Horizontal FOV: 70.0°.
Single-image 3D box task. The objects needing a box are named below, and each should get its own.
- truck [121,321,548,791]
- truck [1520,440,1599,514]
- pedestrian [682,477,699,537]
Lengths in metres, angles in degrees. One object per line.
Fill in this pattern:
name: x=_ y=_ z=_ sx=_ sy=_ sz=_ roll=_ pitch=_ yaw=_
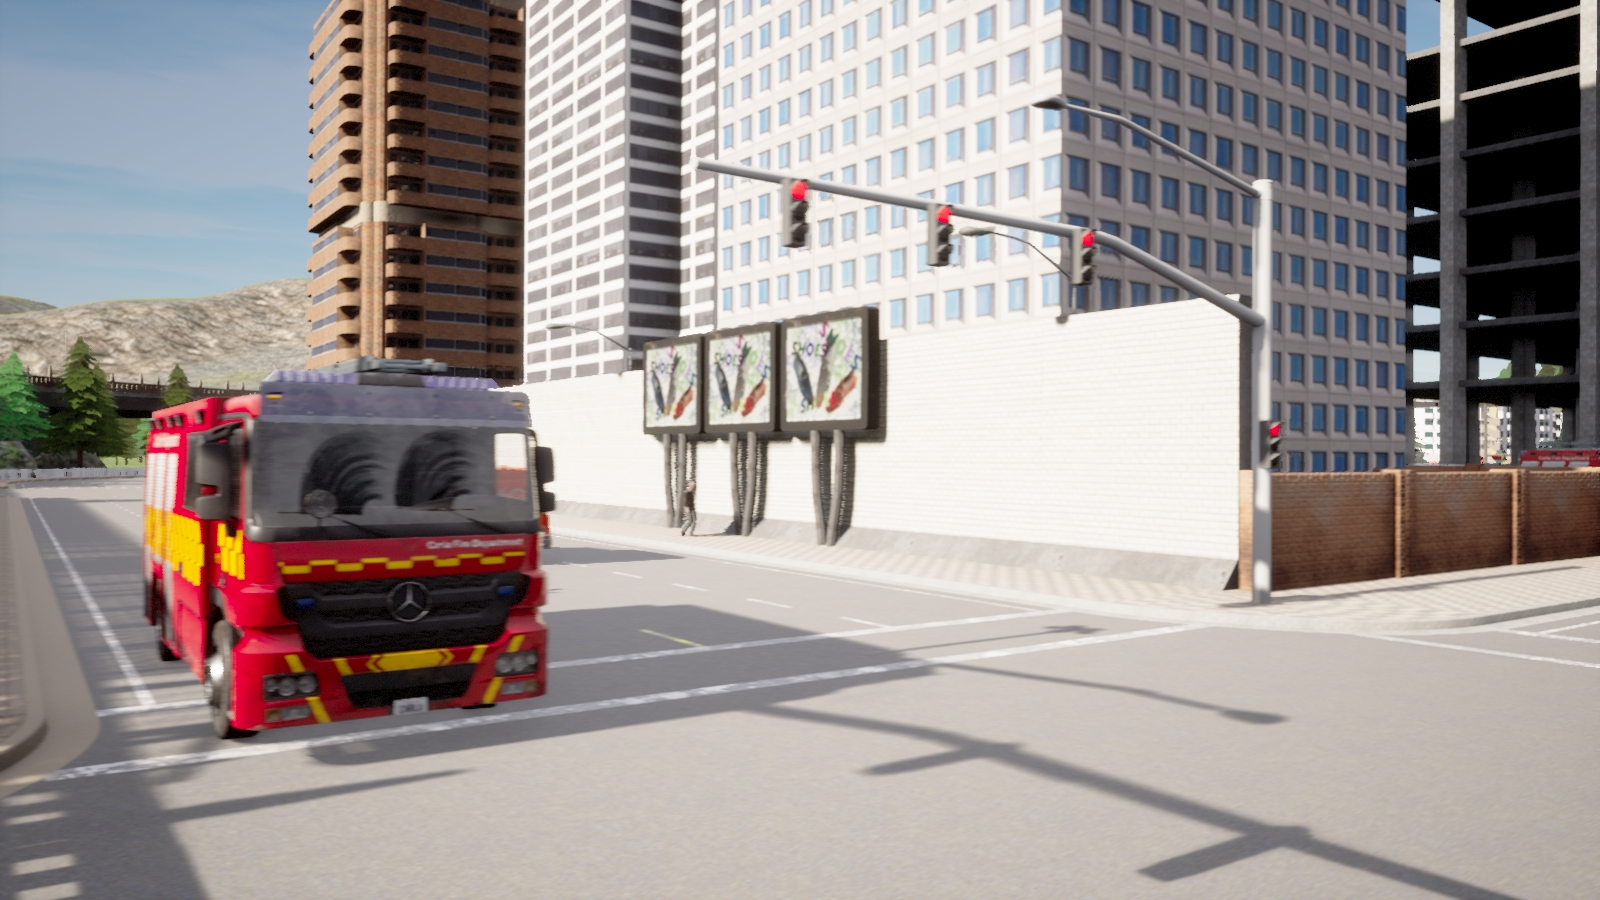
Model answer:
truck: x=-6.041 y=0.879 z=13.613 sx=2.891 sy=3.827 sz=8.468 roll=1 pitch=0 yaw=-35
truck: x=42.908 y=1.428 z=59.750 sx=2.891 sy=3.827 sz=8.468 roll=1 pitch=0 yaw=-35
pedestrian: x=-3.475 y=1.805 z=36.343 sx=0.375 sy=1.860 sz=0.375 roll=0 pitch=0 yaw=33
